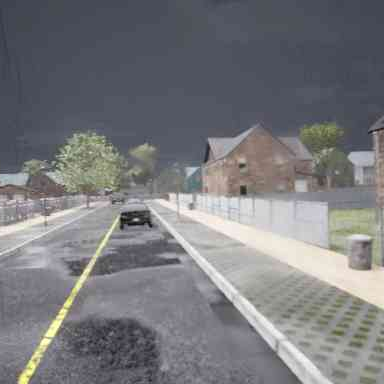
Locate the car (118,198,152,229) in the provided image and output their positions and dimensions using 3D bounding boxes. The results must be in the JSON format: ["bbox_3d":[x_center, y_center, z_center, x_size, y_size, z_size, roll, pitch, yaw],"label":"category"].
[{"bbox_3d":[-3.577,1.402,21.272,1.882,1.535,5.008,-2,1,-10],"label":"car"}]

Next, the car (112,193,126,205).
[{"bbox_3d":[-13.148,1.148,59.772,2.150,2.045,5.566,-2,0,-10],"label":"car"}]
